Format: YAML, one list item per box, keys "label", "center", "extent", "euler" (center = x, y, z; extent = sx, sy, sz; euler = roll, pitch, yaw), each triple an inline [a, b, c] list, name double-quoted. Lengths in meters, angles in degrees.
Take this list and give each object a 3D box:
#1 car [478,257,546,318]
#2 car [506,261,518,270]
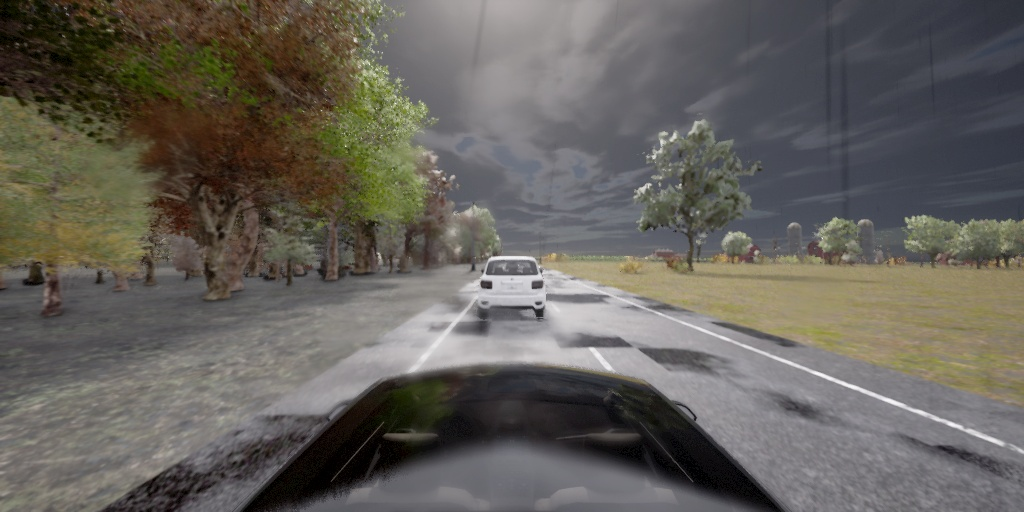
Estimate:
- label: "car"
  center: [-0.002, 1.051, 13.391]
  extent: [2.150, 2.045, 5.566]
  euler: [0, 0, 0]
- label: "car"
  center: [-0.011, 1.612, 60.612]
  extent: [1.994, 1.385, 4.181]
  euler: [0, 0, 0]
